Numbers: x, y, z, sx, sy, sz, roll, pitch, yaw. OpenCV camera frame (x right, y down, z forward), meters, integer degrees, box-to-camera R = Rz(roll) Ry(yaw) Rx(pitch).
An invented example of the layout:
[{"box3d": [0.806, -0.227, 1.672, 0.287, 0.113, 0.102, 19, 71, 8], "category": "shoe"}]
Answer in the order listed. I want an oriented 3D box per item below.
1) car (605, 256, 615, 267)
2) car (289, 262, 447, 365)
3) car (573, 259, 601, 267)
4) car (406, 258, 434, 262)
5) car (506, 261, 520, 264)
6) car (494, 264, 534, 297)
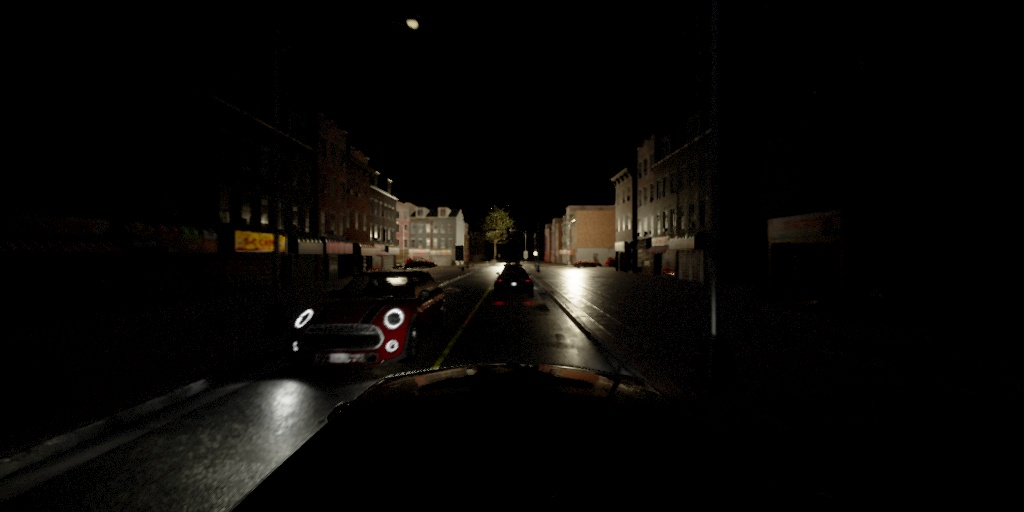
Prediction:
[{"box3d": [17.382, 0.957, 57.157, 5.009, 1.841, 2.192, 0, 0, 0], "category": "car"}, {"box3d": [-2.850, 1.105, 8.151, 2.097, 1.767, 4.553, 0, 0, 0], "category": "car"}, {"box3d": [11.948, 1.225, 57.147, 4.507, 1.381, 1.888, 0, 0, 0], "category": "car"}, {"box3d": [-14.460, 1.187, 57.100, 5.009, 1.841, 2.192, 0, 0, 0], "category": "car"}, {"box3d": [0.100, 1.229, 36.439, 1.882, 1.535, 5.008, 0, 0, 0], "category": "car"}, {"box3d": [0.097, 1.310, 19.045, 1.994, 1.385, 4.181, 0, 0, 0], "category": "car"}]
